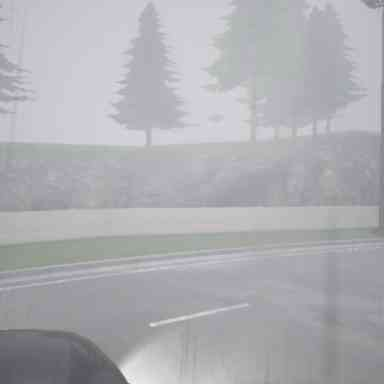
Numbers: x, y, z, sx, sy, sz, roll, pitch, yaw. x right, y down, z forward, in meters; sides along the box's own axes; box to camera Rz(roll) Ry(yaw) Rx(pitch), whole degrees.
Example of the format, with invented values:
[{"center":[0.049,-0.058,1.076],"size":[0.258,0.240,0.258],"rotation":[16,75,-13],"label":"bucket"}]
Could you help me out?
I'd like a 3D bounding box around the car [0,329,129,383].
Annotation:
[{"center":[-2.316,1.533,1.771],"size":[4.181,1.385,1.994],"rotation":[0,1,-36],"label":"car"}]
